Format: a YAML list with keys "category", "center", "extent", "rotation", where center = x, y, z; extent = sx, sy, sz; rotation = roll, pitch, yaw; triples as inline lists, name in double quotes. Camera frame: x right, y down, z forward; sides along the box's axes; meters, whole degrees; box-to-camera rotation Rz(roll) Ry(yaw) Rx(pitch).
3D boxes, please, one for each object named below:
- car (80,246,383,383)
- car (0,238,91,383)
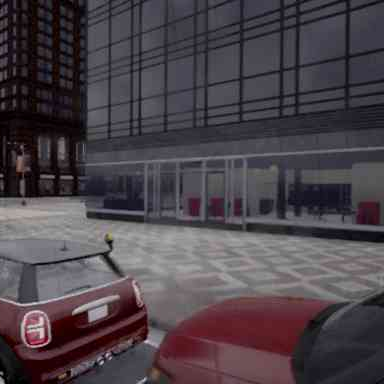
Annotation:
- category: "car"
  center: [1.939, 1.318, 1.694]
  extent: [5.009, 1.841, 2.192]
  rotation: [0, 1, 35]
- category: "car"
  center: [-2.667, 1.414, 4.966]
  extent: [4.097, 1.590, 1.967]
  rotation: [0, 1, 35]
